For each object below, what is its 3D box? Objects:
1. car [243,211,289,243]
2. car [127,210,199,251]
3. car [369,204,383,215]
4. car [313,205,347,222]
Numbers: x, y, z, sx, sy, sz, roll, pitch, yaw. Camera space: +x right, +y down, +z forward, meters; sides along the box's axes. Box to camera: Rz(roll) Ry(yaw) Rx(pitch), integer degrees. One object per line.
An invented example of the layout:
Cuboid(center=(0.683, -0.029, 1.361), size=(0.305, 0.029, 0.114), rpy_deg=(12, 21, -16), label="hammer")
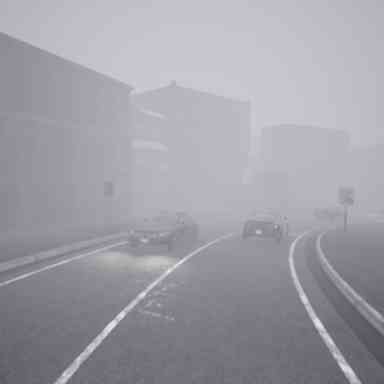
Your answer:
Cuboid(center=(3.927, 1.703, 17.423), size=(1.812, 1.442, 4.674), rpy_deg=(2, 0, 22), label="car")
Cuboid(center=(-1.036, 1.549, 14.517), size=(1.812, 1.442, 4.674), rpy_deg=(1, 0, 18), label="car")
Cuboid(center=(27.335, 2.481, 46.673), size=(5.357, 1.411, 2.033), rpy_deg=(2, 3, -26), label="car")
Cuboid(center=(13.515, 2.029, 32.310), size=(1.882, 1.535, 5.008), rpy_deg=(4, 1, 42), label="car")
